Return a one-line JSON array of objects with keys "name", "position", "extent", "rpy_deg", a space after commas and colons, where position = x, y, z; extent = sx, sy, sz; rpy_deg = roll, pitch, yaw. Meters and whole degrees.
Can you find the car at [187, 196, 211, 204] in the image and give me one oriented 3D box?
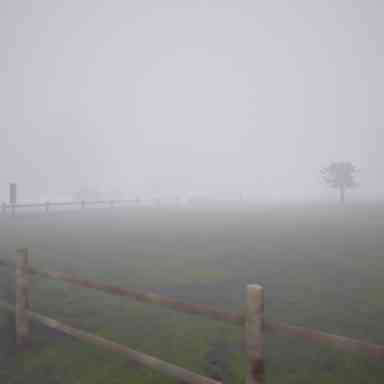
[{"name": "car", "position": [1.294, 1.405, 58.877], "extent": [2.033, 1.411, 5.357], "rpy_deg": [-2, -1, 35]}]
